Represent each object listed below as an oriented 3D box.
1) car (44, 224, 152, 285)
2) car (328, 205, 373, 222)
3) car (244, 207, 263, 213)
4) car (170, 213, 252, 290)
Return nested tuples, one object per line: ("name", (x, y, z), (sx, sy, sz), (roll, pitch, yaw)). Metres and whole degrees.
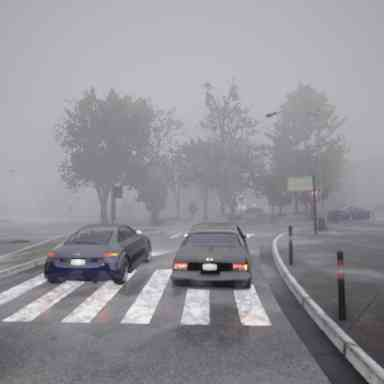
("car", (-2.488, 1.612, 9.715), (1.994, 1.385, 4.181), (-1, 0, 4))
("car", (14.762, 1.969, 30.917), (5.008, 1.535, 1.882), (-1, -3, -31))
("car", (13.706, 4.129, 74.281), (1.837, 1.490, 4.892), (3, -6, -34))
("car", (0.661, 1.563, 9.236), (2.033, 1.411, 5.357), (-1, 0, 7))
